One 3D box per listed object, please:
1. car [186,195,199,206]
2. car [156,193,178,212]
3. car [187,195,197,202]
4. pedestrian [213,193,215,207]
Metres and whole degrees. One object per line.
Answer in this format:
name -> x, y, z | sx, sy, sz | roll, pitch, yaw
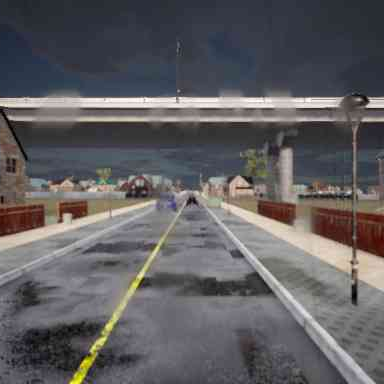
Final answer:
car -> 0.014, 1.452, 51.442 | 1.812, 1.442, 4.674 | 0, 0, 0
car -> -2.832, 1.172, 38.192 | 2.150, 2.045, 5.566 | 0, 0, 0
car -> 0.016, 1.287, 71.459 | 2.033, 1.411, 5.357 | 0, 0, 0
pedestrian -> 3.020, 1.080, 45.178 | 0.375, 1.860, 0.375 | 1, -1, 0
